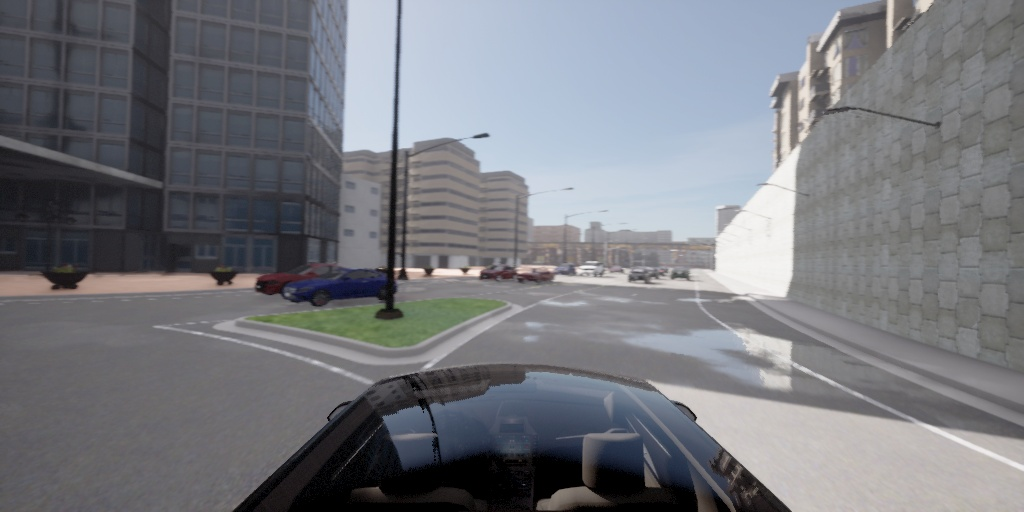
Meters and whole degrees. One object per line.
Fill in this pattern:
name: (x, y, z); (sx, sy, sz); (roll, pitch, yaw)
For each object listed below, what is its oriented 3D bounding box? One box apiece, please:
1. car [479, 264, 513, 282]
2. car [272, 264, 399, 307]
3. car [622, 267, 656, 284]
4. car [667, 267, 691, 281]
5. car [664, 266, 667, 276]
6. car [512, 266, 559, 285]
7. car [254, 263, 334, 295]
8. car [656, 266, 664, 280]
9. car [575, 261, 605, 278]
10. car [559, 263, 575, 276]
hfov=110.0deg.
car: (-1.137, 1.500, 32.356); (1.882, 1.535, 5.008); (1, -1, 27)
car: (-6.971, 1.206, 15.108); (1.812, 1.442, 4.674); (1, 0, 33)
car: (13.089, 1.975, 36.748); (2.128, 1.511, 4.902); (1, -1, 27)
car: (21.403, 2.166, 45.607); (2.097, 1.767, 4.553); (1, -1, 27)
car: (22.696, 2.481, 55.947); (1.812, 1.442, 4.674); (1, -1, 27)
car: (2.119, 1.706, 31.047); (1.895, 1.301, 4.718); (1, -1, 27)
car: (-9.555, 1.106, 17.513); (1.882, 1.535, 5.008); (1, -1, 33)
car: (18.120, 2.222, 46.845); (2.128, 1.511, 4.902); (1, -1, 27)
car: (10.556, 1.741, 47.617); (2.150, 2.045, 5.566); (1, -1, 27)
car: (7.191, 1.780, 48.716); (2.097, 1.767, 4.553); (1, -1, 27)
